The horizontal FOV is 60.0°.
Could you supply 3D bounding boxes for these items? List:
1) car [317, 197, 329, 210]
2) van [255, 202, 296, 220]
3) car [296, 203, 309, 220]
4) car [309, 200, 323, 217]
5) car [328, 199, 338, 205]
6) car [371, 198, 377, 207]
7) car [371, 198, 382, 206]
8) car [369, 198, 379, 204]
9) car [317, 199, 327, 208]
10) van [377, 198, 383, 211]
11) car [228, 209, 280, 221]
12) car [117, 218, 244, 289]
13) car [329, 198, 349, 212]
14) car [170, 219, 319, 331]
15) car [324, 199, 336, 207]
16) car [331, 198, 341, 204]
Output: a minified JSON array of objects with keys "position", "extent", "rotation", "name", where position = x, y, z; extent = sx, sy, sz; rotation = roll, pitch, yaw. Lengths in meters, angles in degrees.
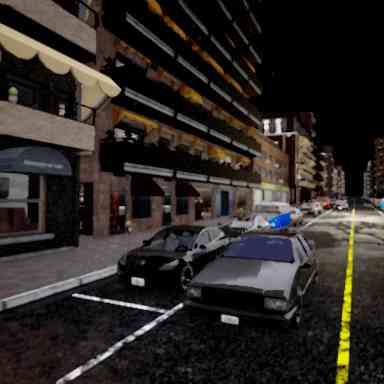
[{"position":[19.391,1.712,49.346],"extent":[2.192,1.841,5.009],"rotation":[1,0,26],"name":"car"},{"position":[4.676,1.489,19.343],"extent":[1.690,1.788,3.998],"rotation":[1,0,26],"name":"van"},{"position":[7.051,1.713,24.191],"extent":[1.752,1.417,4.829],"rotation":[1,0,26],"name":"car"},{"position":[12.030,1.822,34.343],"extent":[2.008,1.369,4.403],"rotation":[1,0,26],"name":"car"},{"position":[31.649,2.191,74.349],"extent":[1.802,1.307,4.206],"rotation":[1,0,26],"name":"car"},{"position":[34.343,2.043,60.809],"extent":[1.752,1.417,4.829],"rotation":[1,0,26],"name":"car"},{"position":[39.175,2.042,70.658],"extent":[1.967,1.590,4.097],"rotation":[1,0,26],"name":"car"},{"position":[44.078,2.232,80.659],"extent":[1.887,1.381,4.507],"rotation":[1,0,26],"name":"car"},{"position":[14.408,1.837,39.192],"extent":[1.752,1.417,4.829],"rotation":[1,0,26],"name":"car"},{"position":[26.914,1.730,45.656],"extent":[1.690,1.788,3.998],"rotation":[1,0,26],"name":"van"},{"position":[2.220,1.658,14.342],"extent":[2.008,1.369,4.403],"rotation":[1,0,26],"name":"car"},{"position":[-0.232,1.631,9.341],"extent":[1.947,1.339,4.313],"rotation":[1,0,26],"name":"car"},{"position":[19.671,1.850,43.841],"extent":[2.128,1.511,4.902],"rotation":[0,-1,26],"name":"car"},{"position":[1.760,1.605,7.545],"extent":[2.033,1.411,5.357],"rotation":[0,0,26],"name":"car"},{"position":[26.744,2.069,64.347],"extent":[1.887,1.381,4.507],"rotation":[1,0,26],"name":"car"},{"position":[36.554,2.240,84.350],"extent":[1.887,1.381,4.507],"rotation":[1,0,26],"name":"car"}]
